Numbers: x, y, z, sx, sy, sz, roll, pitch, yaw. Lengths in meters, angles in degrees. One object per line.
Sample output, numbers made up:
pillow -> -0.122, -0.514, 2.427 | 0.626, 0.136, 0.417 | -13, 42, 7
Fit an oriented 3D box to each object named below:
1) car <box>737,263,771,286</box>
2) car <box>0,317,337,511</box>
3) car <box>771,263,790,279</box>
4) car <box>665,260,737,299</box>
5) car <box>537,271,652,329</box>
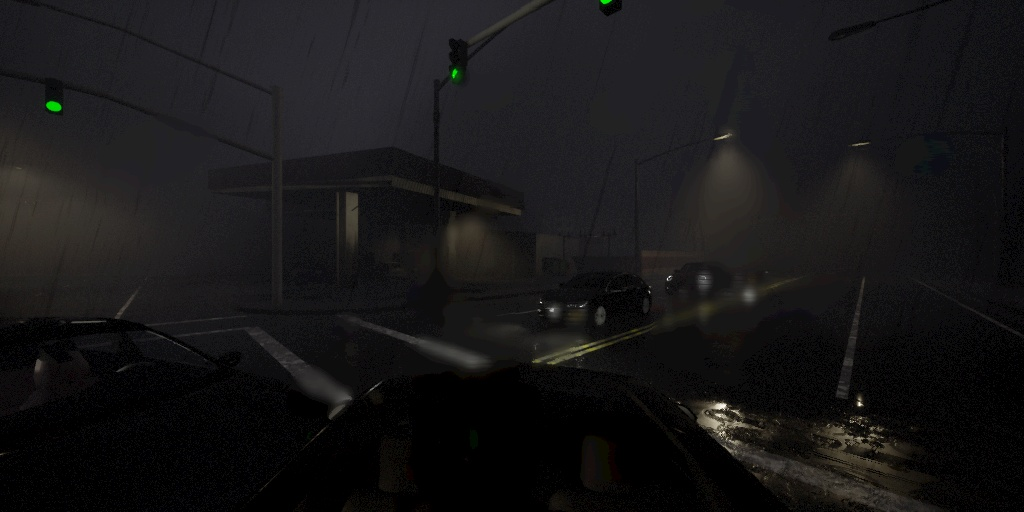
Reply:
car -> 16.523, 1.314, 25.339 | 1.994, 1.385, 4.181 | 0, 0, 44
car -> -3.433, 1.242, 2.467 | 4.902, 1.511, 2.128 | 0, 0, 15
car -> 23.622, 1.314, 32.427 | 4.181, 1.385, 1.994 | 0, 0, -45
car -> 9.630, 1.102, 18.395 | 2.097, 1.767, 4.553 | 0, 0, 45
car -> 2.825, 1.255, 11.516 | 1.837, 1.490, 4.892 | 0, 0, 44
